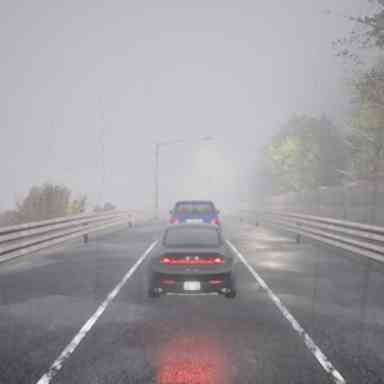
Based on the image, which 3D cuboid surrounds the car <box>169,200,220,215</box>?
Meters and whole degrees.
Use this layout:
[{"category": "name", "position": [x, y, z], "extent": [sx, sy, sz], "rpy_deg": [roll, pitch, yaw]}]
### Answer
[{"category": "car", "position": [0.112, 1.367, 15.112], "extent": [2.150, 2.045, 5.566], "rpy_deg": [0, -1, 0]}]

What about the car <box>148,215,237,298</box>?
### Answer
[{"category": "car", "position": [0.010, 1.533, 8.530], "extent": [1.837, 1.490, 4.892], "rpy_deg": [0, -1, 0]}]

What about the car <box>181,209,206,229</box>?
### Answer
[{"category": "car", "position": [0.140, 2.045, 26.193], "extent": [1.812, 1.442, 4.674], "rpy_deg": [0, -2, 1]}]

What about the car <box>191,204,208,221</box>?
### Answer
[{"category": "car", "position": [0.947, 2.697, 44.360], "extent": [2.150, 2.045, 5.566], "rpy_deg": [0, -3, -1]}]

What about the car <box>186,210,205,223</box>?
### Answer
[{"category": "car", "position": [0.408, 2.594, 35.487], "extent": [1.895, 1.301, 4.718], "rpy_deg": [0, -3, 2]}]
